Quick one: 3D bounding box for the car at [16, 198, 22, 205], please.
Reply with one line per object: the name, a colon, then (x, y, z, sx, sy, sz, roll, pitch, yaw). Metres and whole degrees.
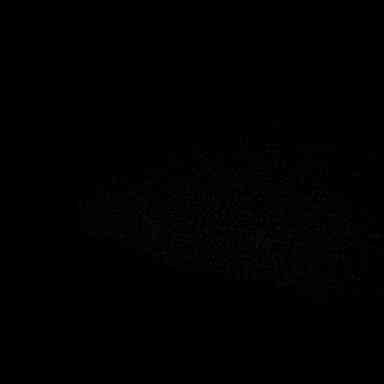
car: (-33.607, 1.870, 65.138, 2.033, 1.411, 5.357, 0, -1, -6)

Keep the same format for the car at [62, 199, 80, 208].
car: (-21.369, 1.954, 58.945, 1.837, 1.490, 4.892, 0, -1, -6)

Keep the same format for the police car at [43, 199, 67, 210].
police car: (-20.368, 1.788, 49.107, 1.930, 1.638, 5.238, 0, -1, -6)
